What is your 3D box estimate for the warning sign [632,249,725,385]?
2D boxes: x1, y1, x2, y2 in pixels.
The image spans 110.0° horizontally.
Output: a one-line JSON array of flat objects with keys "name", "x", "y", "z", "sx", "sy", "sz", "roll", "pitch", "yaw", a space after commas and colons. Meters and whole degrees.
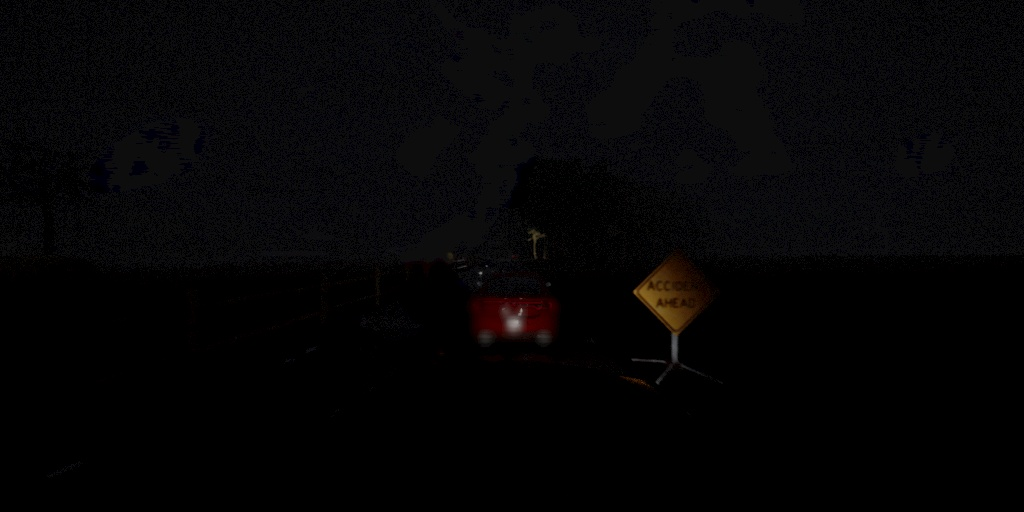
[{"name": "warning sign", "x": 2.450, "y": 0.816, "z": 5.421, "sx": 1.300, "sy": 1.860, "sz": 1.060, "roll": 0, "pitch": 0, "yaw": 0}]

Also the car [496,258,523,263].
[{"name": "car", "x": 0.082, "y": 1.025, "z": 26.102, "sx": 1.895, "sy": 1.301, "sz": 4.718, "roll": 0, "pitch": 1, "yaw": 0}]

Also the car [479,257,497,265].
[{"name": "car", "x": -2.840, "y": 0.803, "z": 42.422, "sx": 1.895, "sy": 1.301, "sz": 4.718, "roll": 0, "pitch": 1, "yaw": 0}]

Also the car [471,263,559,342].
[{"name": "car", "x": 0.072, "y": 1.125, "z": 9.438, "sx": 1.882, "sy": 1.535, "sz": 5.008, "roll": 0, "pitch": 1, "yaw": 0}]
